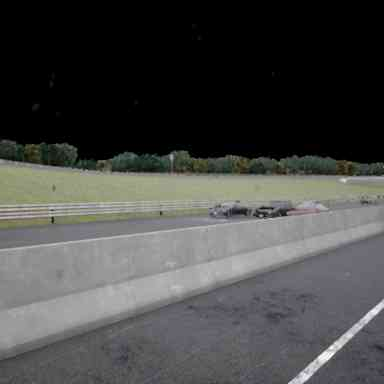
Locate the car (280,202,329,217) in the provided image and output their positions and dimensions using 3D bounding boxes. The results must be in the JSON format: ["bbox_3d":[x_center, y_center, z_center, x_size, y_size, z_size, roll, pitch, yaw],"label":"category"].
[{"bbox_3d":[8.683,1.520,24.718,1.812,1.442,4.674,0,0,43],"label":"car"}]

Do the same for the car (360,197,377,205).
[{"bbox_3d":[31.552,1.578,59.466,1.994,1.385,4.181,0,0,43],"label":"car"}]

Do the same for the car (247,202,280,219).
[{"bbox_3d":[7.287,1.543,28.359,2.033,1.411,5.357,0,0,43],"label":"car"}]

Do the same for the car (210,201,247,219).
[{"bbox_3d":[3.543,1.521,29.484,1.812,1.442,4.674,0,0,43],"label":"car"}]
